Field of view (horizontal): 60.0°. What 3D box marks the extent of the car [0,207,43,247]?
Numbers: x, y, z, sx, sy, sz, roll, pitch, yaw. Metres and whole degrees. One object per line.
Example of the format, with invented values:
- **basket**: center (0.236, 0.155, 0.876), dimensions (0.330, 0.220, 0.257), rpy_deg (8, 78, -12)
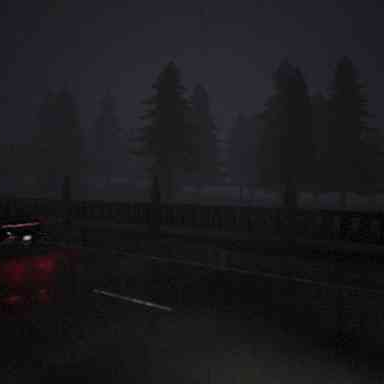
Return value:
- **car**: center (-7.730, 1.304, 12.446), dimensions (4.902, 1.511, 2.128), rpy_deg (1, 0, 28)
